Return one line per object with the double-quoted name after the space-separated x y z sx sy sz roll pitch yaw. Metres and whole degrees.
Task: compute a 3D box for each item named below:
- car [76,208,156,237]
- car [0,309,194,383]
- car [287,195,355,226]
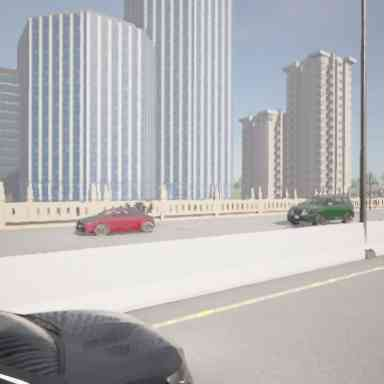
-4.096 1.568 18.199 4.181 1.385 1.994 0 0 -35 "car"
-2.221 1.500 2.136 4.892 1.490 1.837 0 0 -35 "car"
9.049 1.267 23.089 5.566 2.045 2.150 0 0 -35 "car"
